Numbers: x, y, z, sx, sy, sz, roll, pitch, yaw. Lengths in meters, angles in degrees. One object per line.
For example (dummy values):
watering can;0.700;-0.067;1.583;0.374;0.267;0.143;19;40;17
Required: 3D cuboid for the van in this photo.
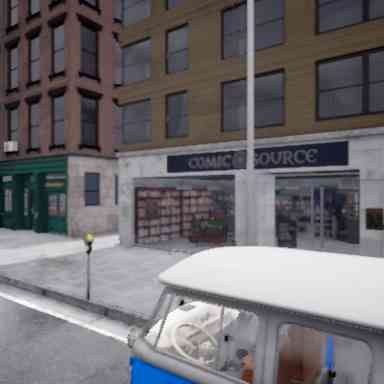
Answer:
van;1.362;1.341;1.890;3.998;1.788;1.690;0;0;36
